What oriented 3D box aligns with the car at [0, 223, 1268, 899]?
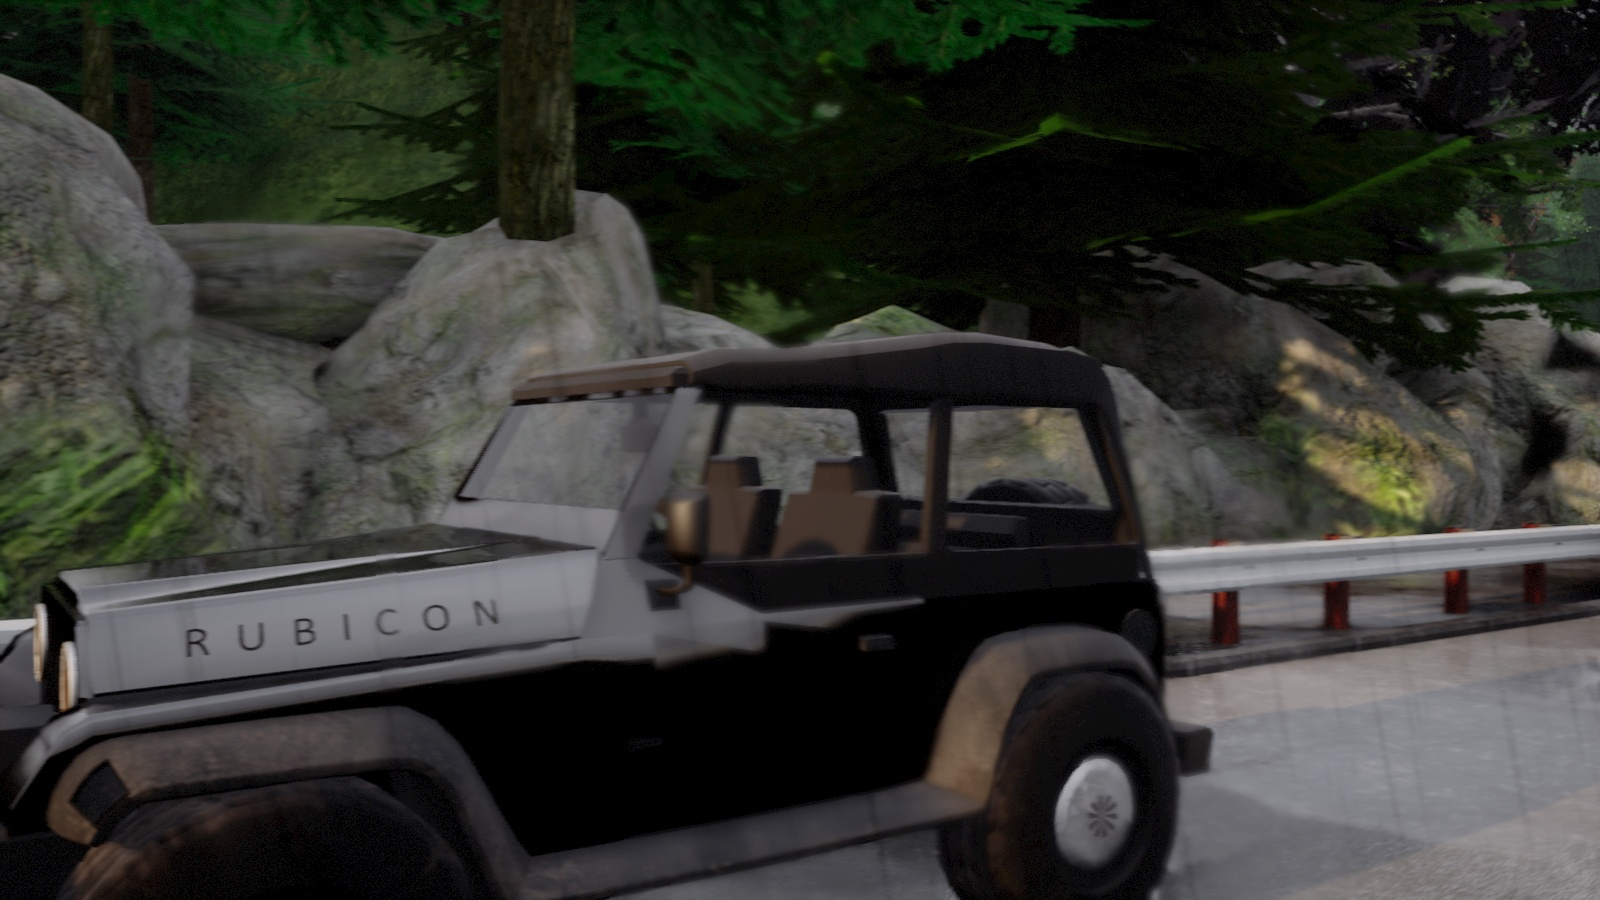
[{"bbox_3d":[-0.569,0.556,3.872,3.866,1.878,1.905,0,0,-35],"label":"car"}]
